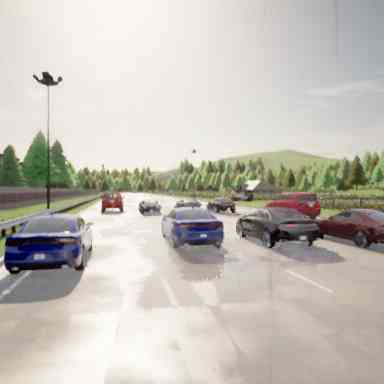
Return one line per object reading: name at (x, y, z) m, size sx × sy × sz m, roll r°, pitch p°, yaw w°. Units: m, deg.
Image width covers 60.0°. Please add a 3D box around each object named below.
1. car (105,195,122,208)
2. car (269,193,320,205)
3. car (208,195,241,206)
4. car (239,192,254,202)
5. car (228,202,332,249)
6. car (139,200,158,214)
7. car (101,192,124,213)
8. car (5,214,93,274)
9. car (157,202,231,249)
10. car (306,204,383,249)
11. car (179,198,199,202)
car at (-10.616, 1.234, 45.107) m, size 2.128 × 1.511 × 4.902 m, roll 0°, pitch 0°, yaw -12°
car at (7.933, 1.062, 26.413) m, size 2.150 × 2.045 × 5.566 m, roll 0°, pitch 0°, yaw -12°
car at (2.868, 1.309, 33.130) m, size 1.837 × 1.490 × 4.892 m, roll 0°, pitch 0°, yaw -12°
car at (9.388, 0.854, 60.768) m, size 3.866 × 1.878 × 1.905 m, roll 0°, pitch 0°, yaw -12°
car at (3.446, 1.406, 14.266) m, size 2.128 × 1.511 × 4.902 m, roll 0°, pitch 0°, yaw -12°
car at (-4.222, 1.411, 32.780) m, size 1.895 × 1.301 × 4.718 m, roll 0°, pitch 0°, yaw -12°
car at (-8.314, 1.023, 34.898) m, size 2.150 × 2.045 × 5.566 m, roll 0°, pitch 0°, yaw -12°
car at (-4.257, 1.418, 10.541) m, size 1.882 × 1.535 × 5.008 m, roll 0°, pitch 0°, yaw -12°
car at (-0.131, 1.394, 14.234) m, size 1.882 × 1.535 × 5.008 m, roll 0°, pitch 0°, yaw -12°
car at (7.047, 1.439, 14.155) m, size 1.812 × 1.442 × 4.674 m, roll 0°, pitch 0°, yaw -13°
car at (-0.396, 1.306, 31.682) m, size 2.128 × 1.511 × 4.902 m, roll 0°, pitch 0°, yaw -12°
